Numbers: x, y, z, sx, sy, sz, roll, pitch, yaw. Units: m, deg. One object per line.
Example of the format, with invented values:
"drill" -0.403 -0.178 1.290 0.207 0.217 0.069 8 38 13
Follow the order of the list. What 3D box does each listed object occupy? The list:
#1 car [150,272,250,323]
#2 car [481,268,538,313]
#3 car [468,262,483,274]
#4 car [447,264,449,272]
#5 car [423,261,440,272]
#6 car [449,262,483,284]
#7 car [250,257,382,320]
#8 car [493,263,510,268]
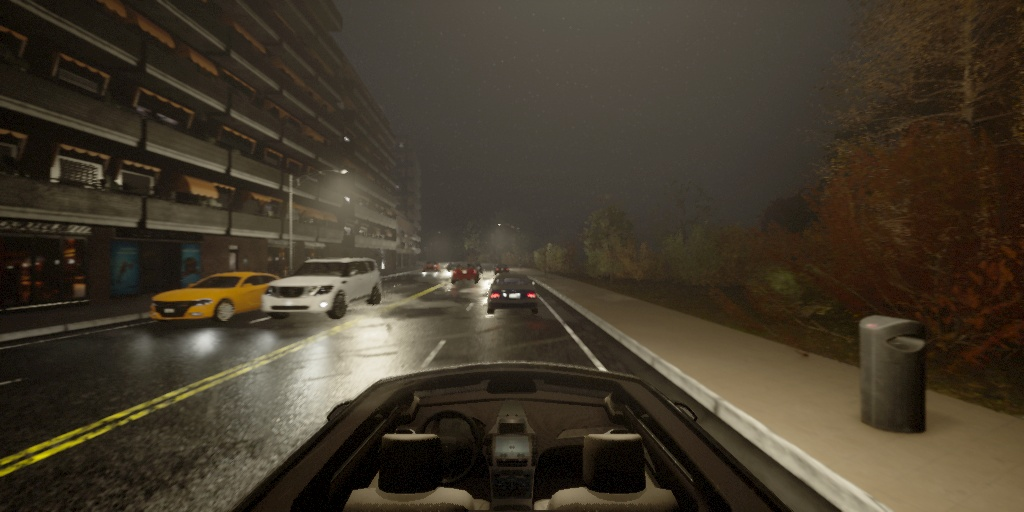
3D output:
"car" -9.954 1.328 12.863 1.882 1.535 5.008 0 0 -1
"car" -0.008 1.392 14.468 2.033 1.411 5.357 0 0 -1
"car" -4.876 1.566 47.943 1.882 1.535 5.008 0 0 -4
"car" -8.851 1.633 54.735 2.128 1.511 4.902 0 0 -5
"car" -12.033 1.495 53.761 2.097 1.767 4.553 0 0 -5
"car" -3.769 1.314 30.085 2.097 1.767 4.553 0 0 -2
"car" -6.711 1.070 13.486 2.150 2.045 5.566 0 0 -1
"car" -1.241 1.595 43.068 2.033 1.411 5.357 0 0 -4
